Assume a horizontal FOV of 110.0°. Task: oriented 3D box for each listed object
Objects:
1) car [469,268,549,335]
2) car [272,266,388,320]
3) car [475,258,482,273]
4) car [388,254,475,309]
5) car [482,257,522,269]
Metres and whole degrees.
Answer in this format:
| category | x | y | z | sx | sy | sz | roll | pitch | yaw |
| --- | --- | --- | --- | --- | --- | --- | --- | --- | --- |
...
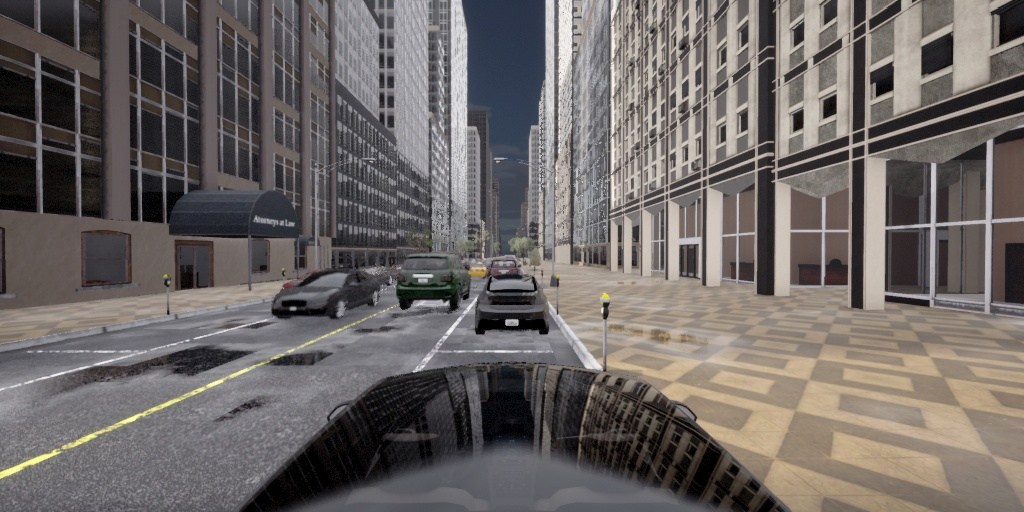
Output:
| category | x | y | z | sx | sy | sz | roll | pitch | yaw |
| --- | --- | --- | --- | --- | --- | --- | --- | --- | --- |
| car | -0.001 | 1.252 | 10.501 | 1.837 | 1.490 | 4.892 | 0 | 0 | 0 |
| car | -6.247 | 1.253 | 12.663 | 1.837 | 1.490 | 4.892 | 0 | 0 | 0 |
| car | -3.145 | 1.202 | 32.530 | 1.801 | 1.575 | 5.366 | 0 | 0 | 0 |
| car | -3.043 | 0.964 | 14.930 | 2.150 | 2.045 | 5.566 | 0 | -1 | 0 |
| car | -0.457 | 1.061 | 22.523 | 2.192 | 1.841 | 5.009 | 0 | 0 | 0 |
